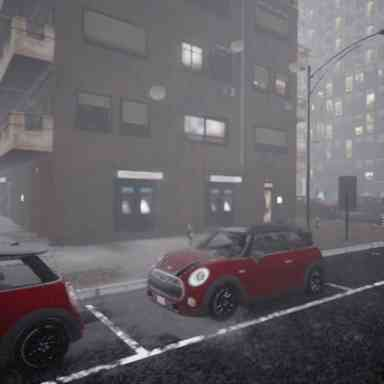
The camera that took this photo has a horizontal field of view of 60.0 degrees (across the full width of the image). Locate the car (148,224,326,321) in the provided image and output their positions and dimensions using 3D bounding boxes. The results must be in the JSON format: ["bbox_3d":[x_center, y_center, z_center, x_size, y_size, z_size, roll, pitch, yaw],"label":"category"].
[{"bbox_3d":[1.061,1.493,7.310,4.097,1.590,1.967,1,0,-35],"label":"car"}]

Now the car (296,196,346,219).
[{"bbox_3d":[9.949,1.268,28.219,2.192,1.841,5.009,2,0,-36],"label":"car"}]

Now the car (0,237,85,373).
[{"bbox_3d":[-3.567,1.433,4.013,4.097,1.590,1.967,1,0,-35],"label":"car"}]

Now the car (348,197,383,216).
[{"bbox_3d":[16.694,1.376,33.190,2.192,1.841,5.009,2,0,-36],"label":"car"}]
